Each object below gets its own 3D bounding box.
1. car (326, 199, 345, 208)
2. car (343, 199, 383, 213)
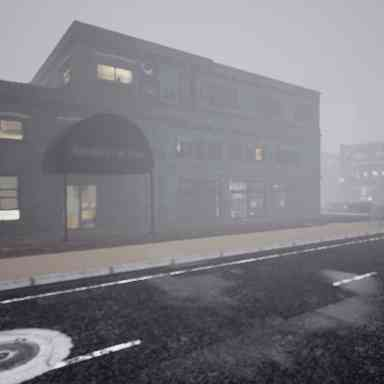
[{"bbox_3d":[22.623,1.798,50.744,2.008,1.369,4.403,-2,0,-36],"label":"car"},{"bbox_3d":[20.591,1.803,39.007,1.947,1.339,4.313,-2,0,-36],"label":"car"}]
